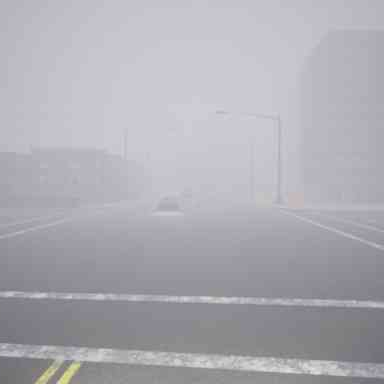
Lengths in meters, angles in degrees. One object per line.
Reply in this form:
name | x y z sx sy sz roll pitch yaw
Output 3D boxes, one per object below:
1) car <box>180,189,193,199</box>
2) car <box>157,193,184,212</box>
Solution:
car | -0.944 0.250 57.293 2.097 1.767 4.553 0 1 3
car | -2.119 1.088 31.549 1.994 1.385 4.181 0 2 3
